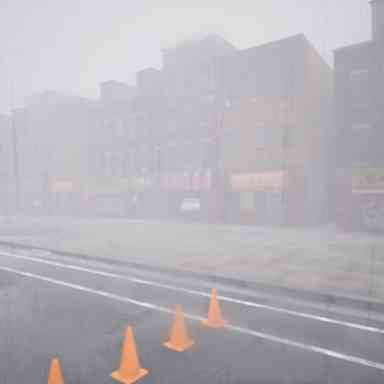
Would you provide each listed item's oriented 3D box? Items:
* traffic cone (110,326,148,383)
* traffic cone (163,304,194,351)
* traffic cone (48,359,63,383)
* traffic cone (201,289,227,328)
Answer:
[{"bbox_3d":[-0.782,1.971,4.130,0.340,0.580,0.340,0,0,36],"label":"traffic cone"},{"bbox_3d":[-0.201,1.971,4.944,0.340,0.580,0.340,0,0,36],"label":"traffic cone"},{"bbox_3d":[-1.364,1.970,3.317,0.340,0.580,0.340,0,0,36],"label":"traffic cone"},{"bbox_3d":[0.381,1.972,5.758,0.340,0.580,0.340,0,0,36],"label":"traffic cone"}]
